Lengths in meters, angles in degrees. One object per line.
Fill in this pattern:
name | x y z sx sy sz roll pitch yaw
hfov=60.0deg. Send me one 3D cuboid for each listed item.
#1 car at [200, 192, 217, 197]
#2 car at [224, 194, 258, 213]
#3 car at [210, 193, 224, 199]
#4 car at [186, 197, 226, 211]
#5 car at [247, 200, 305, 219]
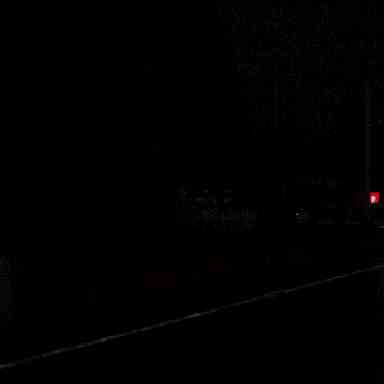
car | 5.002 1.113 92.341 1.932 1.855 4.605 0 0 -37
car | 5.740 1.368 37.619 2.097 1.767 4.553 0 0 -37
car | 7.090 1.092 94.404 1.905 1.878 3.866 0 0 -37
car | 1.402 1.579 37.263 1.994 1.385 4.181 0 0 -37
car | 7.460 1.616 29.243 1.895 1.301 4.718 0 0 -37
